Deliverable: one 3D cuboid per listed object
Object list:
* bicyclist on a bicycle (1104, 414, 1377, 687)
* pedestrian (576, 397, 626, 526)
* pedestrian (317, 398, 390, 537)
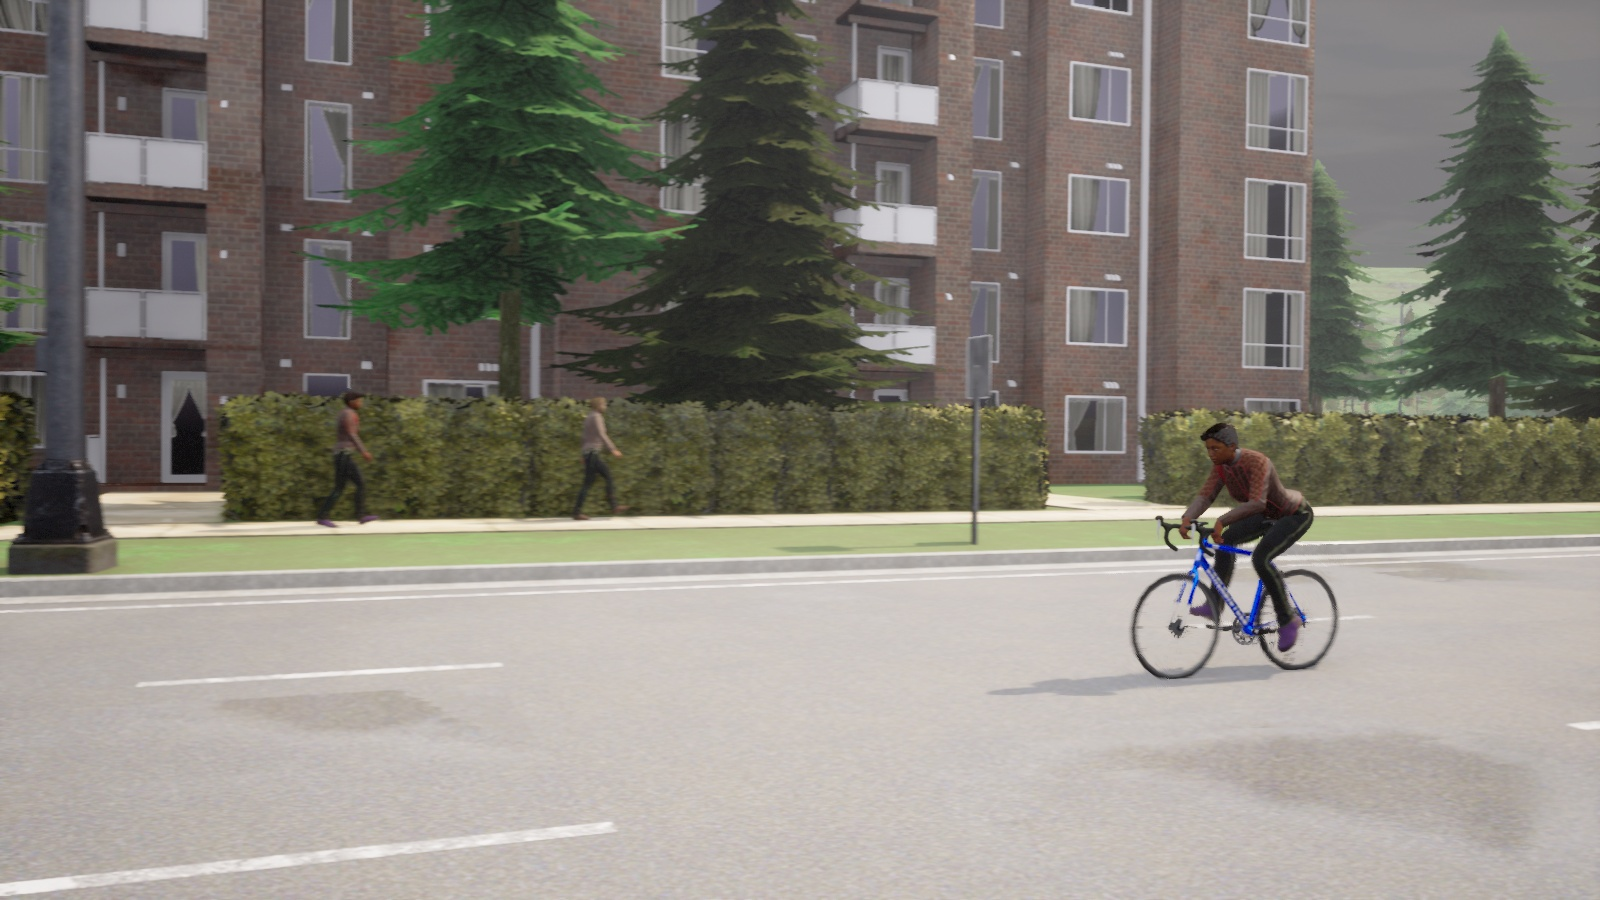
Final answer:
[{"bbox_3d":[2.830,0.589,8.057,1.656,1.620,0.582,-1,1,-21],"label":"bicyclist on a bicycle"},{"bbox_3d":[-2.893,0.161,18.233,0.634,1.846,0.331,-1,1,-20],"label":"pedestrian"},{"bbox_3d":[-5.876,0.221,16.545,0.869,1.805,0.328,-1,1,-21],"label":"pedestrian"}]
